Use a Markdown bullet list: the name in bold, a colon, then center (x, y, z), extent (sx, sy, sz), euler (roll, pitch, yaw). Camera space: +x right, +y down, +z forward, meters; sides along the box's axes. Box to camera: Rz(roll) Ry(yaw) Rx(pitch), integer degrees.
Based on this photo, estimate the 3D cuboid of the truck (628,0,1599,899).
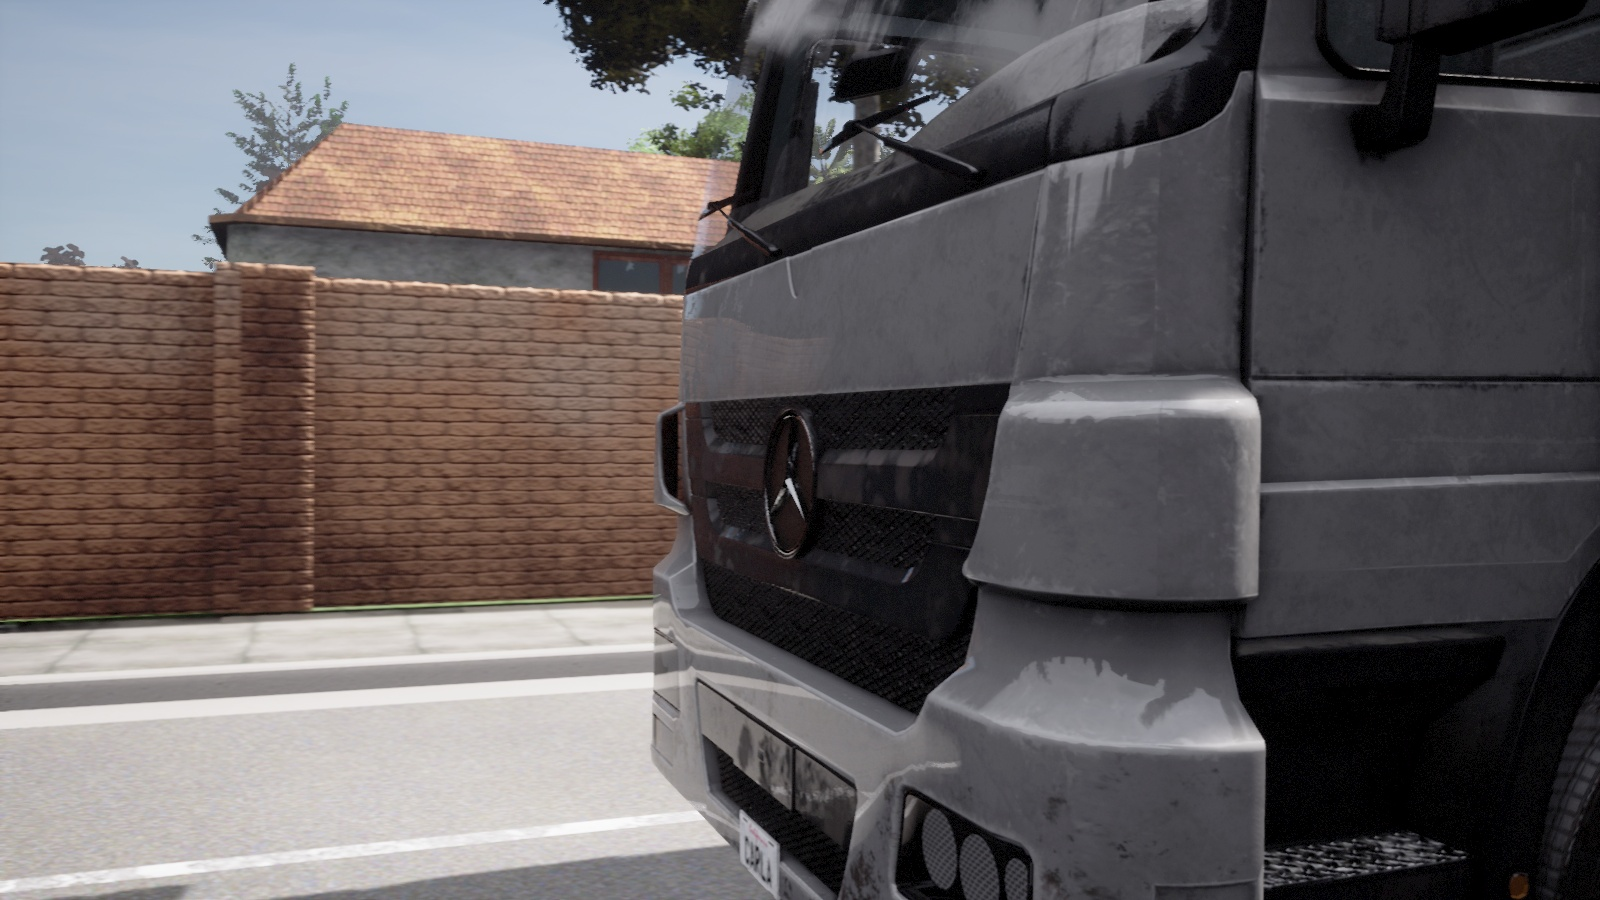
- **truck**: center (3.618, -0.298, 4.601), extent (7.936, 3.462, 2.891), euler (-1, 1, -21)
